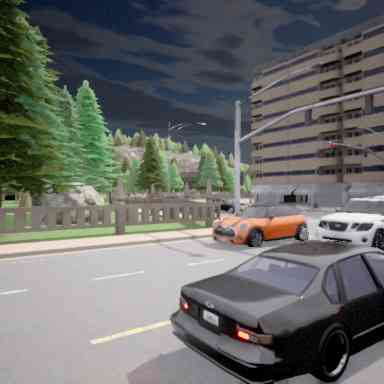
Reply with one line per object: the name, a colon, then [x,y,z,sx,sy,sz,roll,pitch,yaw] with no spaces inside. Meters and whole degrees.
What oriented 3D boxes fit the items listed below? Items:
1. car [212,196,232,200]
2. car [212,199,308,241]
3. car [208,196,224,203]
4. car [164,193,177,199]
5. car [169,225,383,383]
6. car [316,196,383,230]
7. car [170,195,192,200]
car: [3.835,1.424,34.897,2.128,1.511,4.902,0,0,-32]
car: [3.087,1.347,14.797,4.553,1.767,2.097,0,0,-36]
car: [5.084,1.470,68.552,2.033,1.411,5.357,0,0,19]
car: [-3.249,1.149,53.663,2.150,2.045,5.566,0,0,-5]
car: [2.277,1.545,5.414,5.357,1.411,2.033,0,0,-35]
car: [7.483,1.207,13.652,5.566,2.045,2.150,-1,0,-35]
car: [-0.799,1.479,43.562,2.033,1.411,5.357,0,0,-20]
